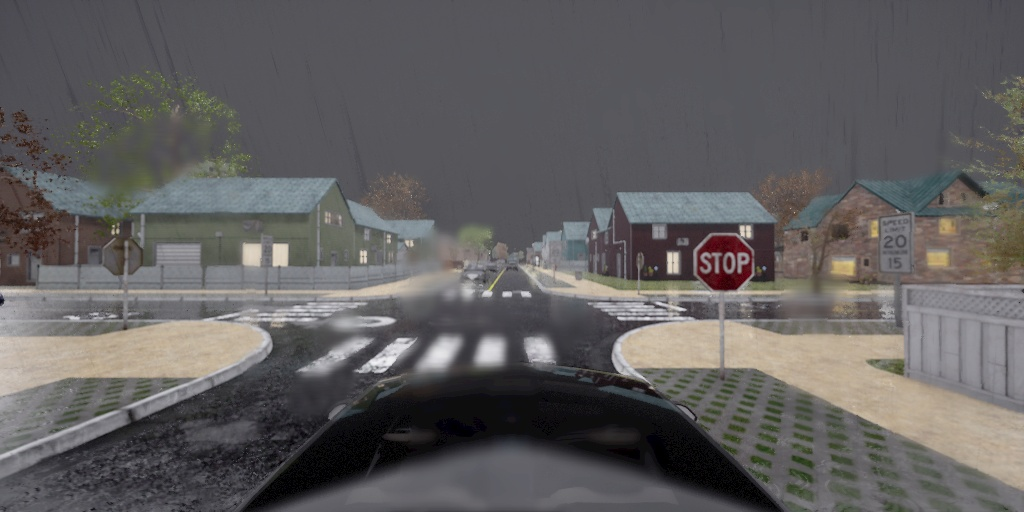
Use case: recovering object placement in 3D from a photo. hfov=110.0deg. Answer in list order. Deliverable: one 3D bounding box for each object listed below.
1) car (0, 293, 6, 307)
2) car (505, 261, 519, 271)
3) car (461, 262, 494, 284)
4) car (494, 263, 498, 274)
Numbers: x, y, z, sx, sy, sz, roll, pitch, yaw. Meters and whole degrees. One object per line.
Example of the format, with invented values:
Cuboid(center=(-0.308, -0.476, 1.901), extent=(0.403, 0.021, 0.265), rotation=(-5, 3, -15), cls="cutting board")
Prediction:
Cuboid(center=(-19.496, 1.209, 11.462), extent=(4.674, 1.442, 1.812), rotation=(0, -1, -2), cls="car")
Cuboid(center=(0.027, 1.595, 56.664), extent=(1.837, 1.490, 4.892), rotation=(0, -1, 0), cls="car")
Cuboid(center=(-2.833, 1.368, 28.301), extent=(2.128, 1.511, 4.902), rotation=(0, 0, 0), cls="car")
Cuboid(center=(-2.816, 1.554, 47.199), extent=(2.033, 1.411, 5.357), rotation=(0, 0, 0), cls="car")
